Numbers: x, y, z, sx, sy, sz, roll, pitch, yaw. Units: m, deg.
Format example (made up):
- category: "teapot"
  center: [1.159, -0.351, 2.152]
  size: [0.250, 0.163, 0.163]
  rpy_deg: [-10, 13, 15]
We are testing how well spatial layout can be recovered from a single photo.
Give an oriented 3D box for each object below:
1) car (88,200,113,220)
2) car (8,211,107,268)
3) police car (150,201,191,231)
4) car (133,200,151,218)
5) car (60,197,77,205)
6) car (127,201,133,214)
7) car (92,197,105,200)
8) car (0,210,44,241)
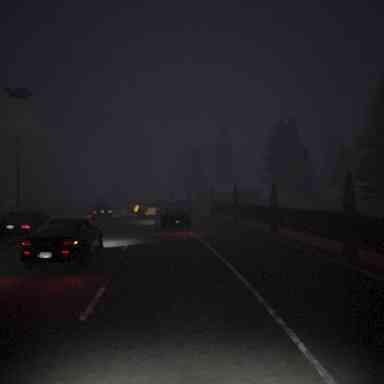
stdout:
- category: "car"
  center: [-8.153, 1.717, 29.918]
  size: [2.033, 1.411, 5.357]
  rpy_deg: [0, 0, -17]
- category: "car"
  center: [-4.297, 1.594, 11.489]
  size: [1.812, 1.442, 4.674]
  rpy_deg: [0, 0, -6]
- category: "police car"
  center: [-1.371, 1.539, 21.929]
  size: [1.930, 1.638, 5.238]
  rpy_deg: [0, 0, -12]
- category: "car"
  center: [-4.213, 1.630, 32.601]
  size: [1.801, 1.575, 5.366]
  rpy_deg: [0, 0, -18]
- category: "car"
  center: [-26.018, 1.852, 69.909]
  size: [1.882, 1.535, 5.008]
  rpy_deg: [0, 0, -43]
- category: "car"
  center: [-6.405, 1.666, 38.805]
  size: [1.801, 1.575, 5.366]
  rpy_deg: [0, 0, -21]
- category: "car"
  center: [-16.001, 1.672, 56.207]
  size: [2.097, 1.767, 4.553]
  rpy_deg: [0, 0, -32]
- category: "car"
  center: [-8.720, 1.656, 17.603]
  size: [2.033, 1.411, 5.357]
  rpy_deg: [0, 0, -11]
